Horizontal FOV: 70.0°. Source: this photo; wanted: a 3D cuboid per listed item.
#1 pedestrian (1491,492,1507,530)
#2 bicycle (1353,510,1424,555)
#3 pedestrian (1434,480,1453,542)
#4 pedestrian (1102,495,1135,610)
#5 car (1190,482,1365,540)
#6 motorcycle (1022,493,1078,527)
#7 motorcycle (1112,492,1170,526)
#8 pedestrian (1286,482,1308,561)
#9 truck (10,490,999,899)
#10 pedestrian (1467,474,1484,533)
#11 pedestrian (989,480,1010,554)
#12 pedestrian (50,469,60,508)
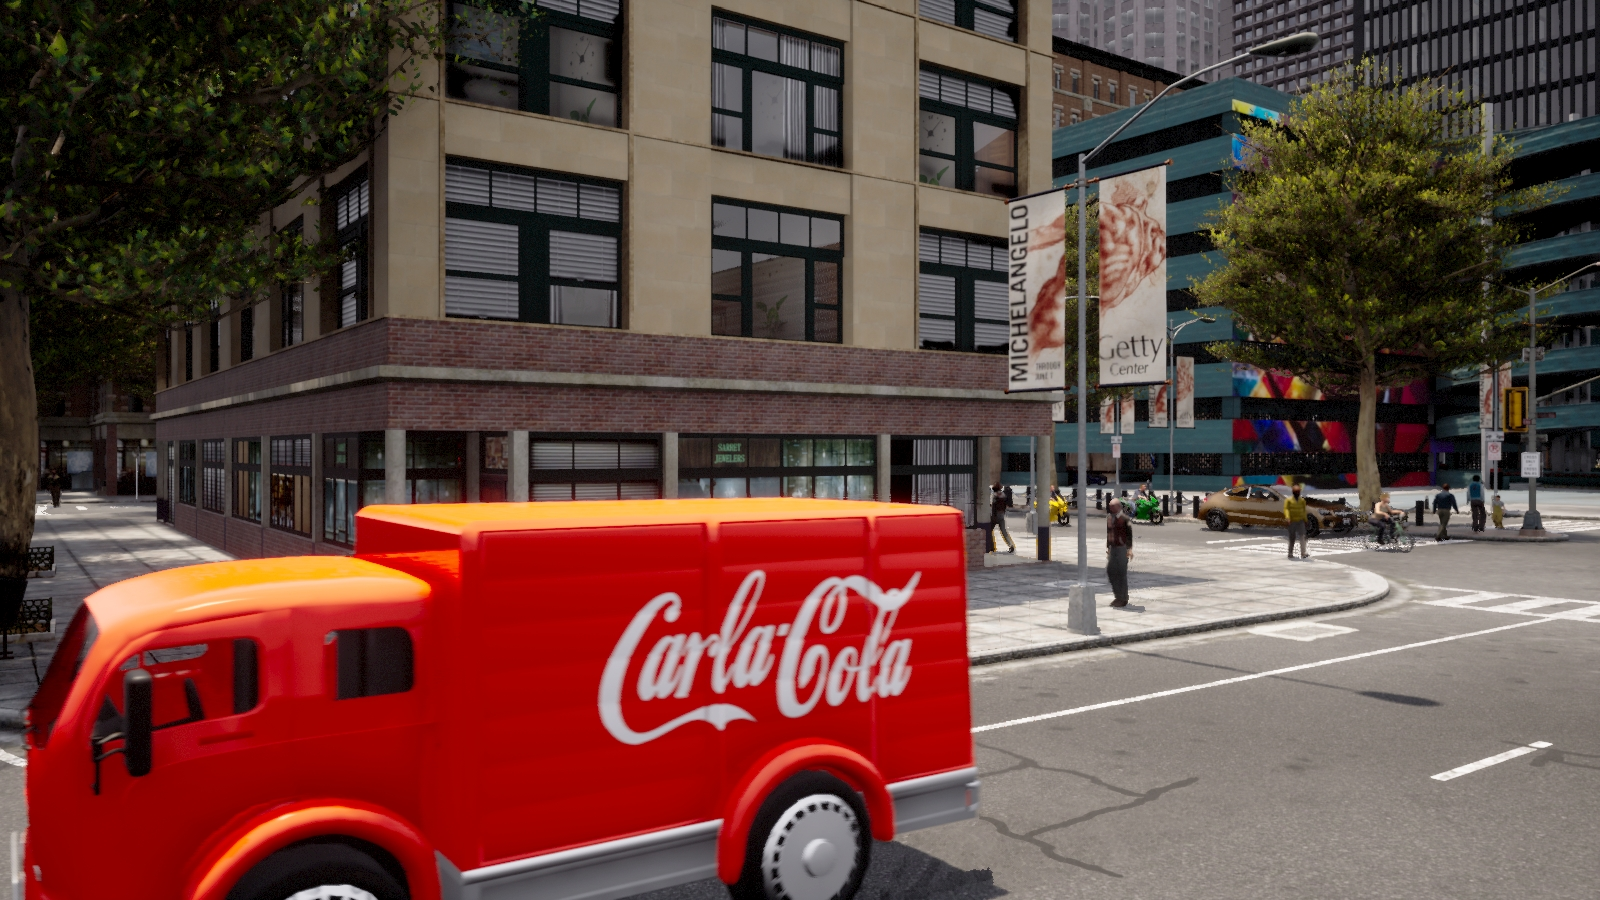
[{"bbox_3d":[24.423,2.112,39.911,0.375,1.300,0.375,0,0,-35],"label":"pedestrian"},{"bbox_3d":[16.097,2.244,31.279,0.859,1.080,1.487,-1,1,-28],"label":"bicycle"},{"bbox_3d":[19.411,1.834,34.455,0.375,1.860,0.375,0,0,-36],"label":"pedestrian"},{"bbox_3d":[5.278,1.690,18.952,0.375,1.860,0.375,0,0,-29],"label":"pedestrian"},{"bbox_3d":[15.895,1.978,38.309,2.152,1.651,5.027,0,0,-35],"label":"car"},{"bbox_3d":[9.194,2.200,42.117,0.803,1.145,2.033,0,0,-33],"label":"motorcycle"},{"bbox_3d":[12.745,2.199,42.767,0.803,1.145,2.033,0,0,-35],"label":"motorcycle"},{"bbox_3d":[11.833,1.688,27.209,0.375,1.860,0.375,0,0,3],"label":"pedestrian"},{"bbox_3d":[-1.611,1.566,6.916,5.204,2.467,2.627,0,0,-35],"label":"truck"},{"bbox_3d":[21.403,1.690,36.212,0.375,1.860,0.375,0,0,-42],"label":"pedestrian"},{"bbox_3d":[5.053,1.688,28.923,0.375,1.860,0.375,0,0,-35],"label":"pedestrian"},{"bbox_3d":[-35.988,1.848,55.185,0.375,1.860,0.375,0,0,-37],"label":"pedestrian"}]
